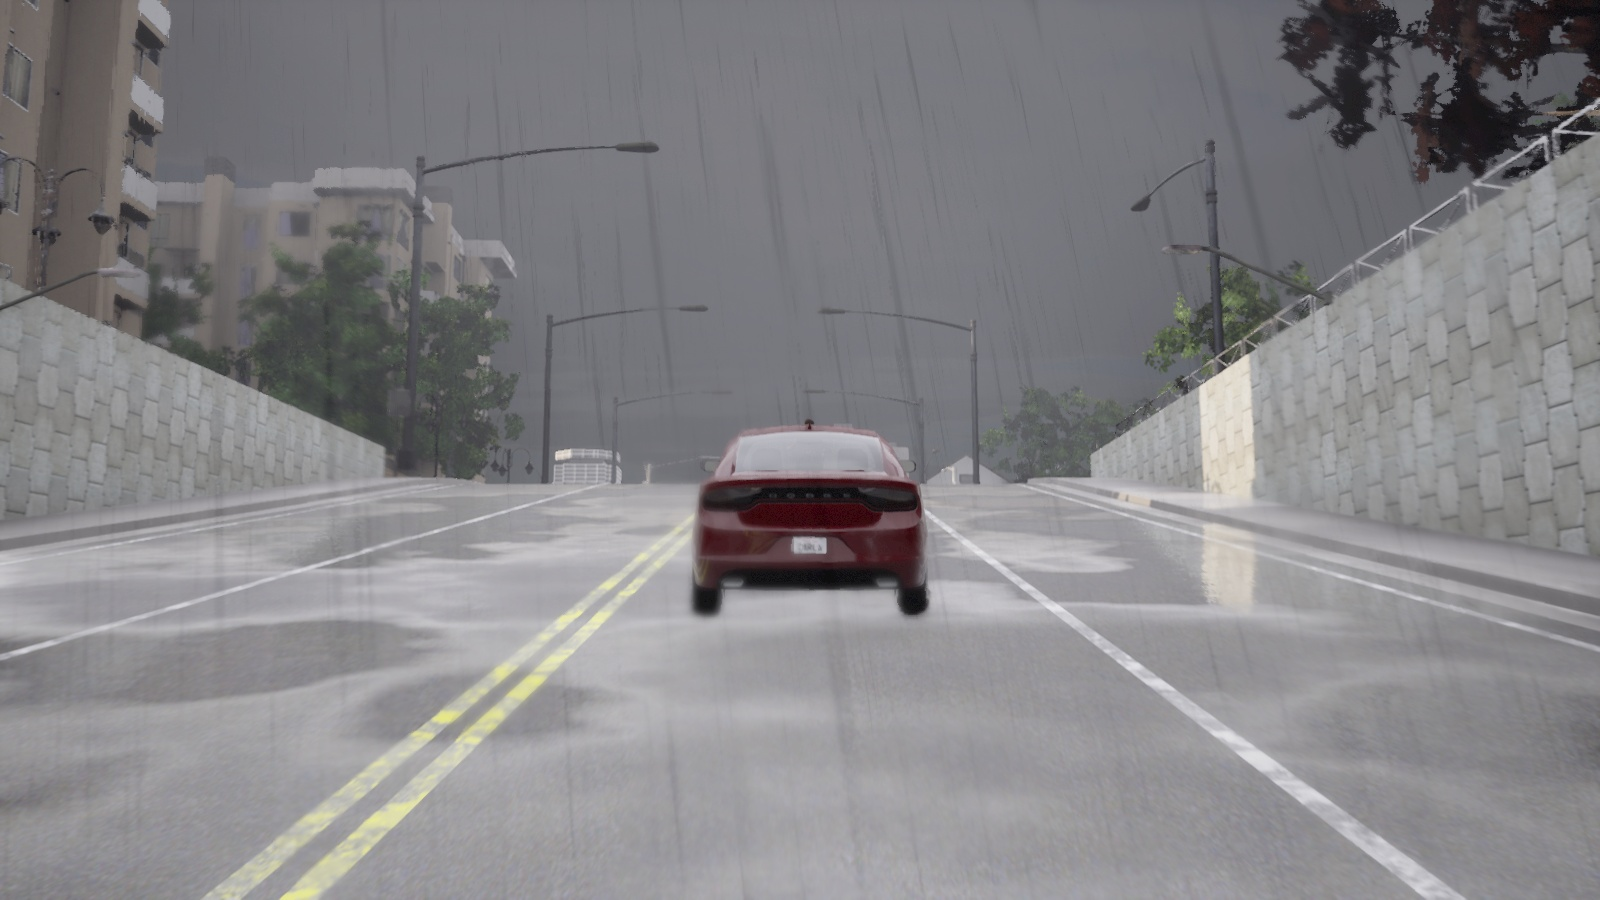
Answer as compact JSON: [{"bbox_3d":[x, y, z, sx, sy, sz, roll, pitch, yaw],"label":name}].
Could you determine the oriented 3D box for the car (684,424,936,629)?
[{"bbox_3d":[0.089,0.518,11.895,1.882,1.535,5.008,0,1,0],"label":"car"}]
